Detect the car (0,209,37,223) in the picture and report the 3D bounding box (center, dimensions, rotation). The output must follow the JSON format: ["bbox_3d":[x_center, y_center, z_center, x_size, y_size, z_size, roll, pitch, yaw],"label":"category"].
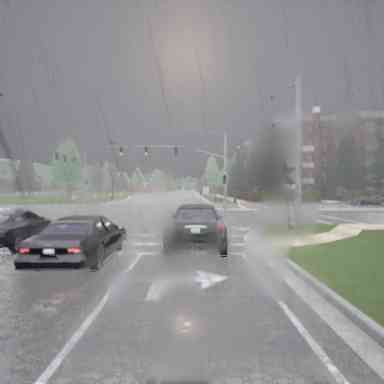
[{"bbox_3d":[-6.906,1.390,12.883,1.812,1.442,4.674,0,1,0],"label":"car"}]

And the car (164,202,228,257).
[{"bbox_3d":[0.214,1.219,12.602,2.097,1.767,4.553,0,1,3],"label":"car"}]

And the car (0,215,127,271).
[{"bbox_3d":[-3.409,1.437,10.434,2.033,1.411,5.357,0,1,0],"label":"car"}]

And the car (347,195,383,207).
[{"bbox_3d":[21.817,1.062,41.153,4.902,1.511,2.128,0,1,0],"label":"car"}]
